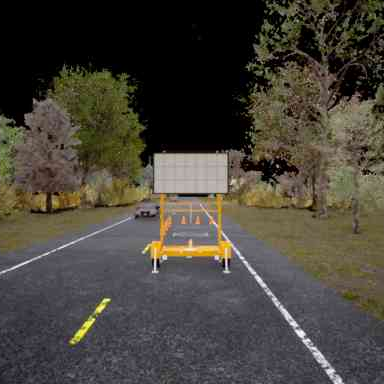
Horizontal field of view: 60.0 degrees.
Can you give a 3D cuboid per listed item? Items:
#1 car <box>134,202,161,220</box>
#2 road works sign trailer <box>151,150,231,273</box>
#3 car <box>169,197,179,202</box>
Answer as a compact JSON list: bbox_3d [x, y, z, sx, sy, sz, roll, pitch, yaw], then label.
[{"bbox_3d":[-3.713,1.590,28.362,1.994,1.385,4.181,0,0,0],"label":"car"},{"bbox_3d":[-0.036,0.469,10.672,2.380,3.560,2.880,0,0,0],"label":"road works sign trailer"},{"bbox_3d":[-3.782,1.695,70.408,1.994,1.385,4.181,0,0,0],"label":"car"}]
